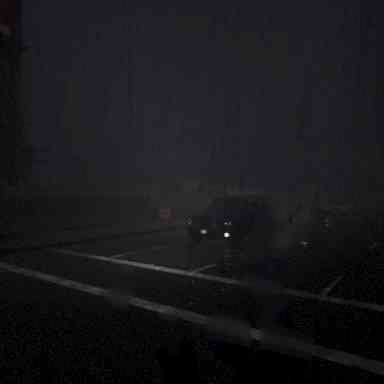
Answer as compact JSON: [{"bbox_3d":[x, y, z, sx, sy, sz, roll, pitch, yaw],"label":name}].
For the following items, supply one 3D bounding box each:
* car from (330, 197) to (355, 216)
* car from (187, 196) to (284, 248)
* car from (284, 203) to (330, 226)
[{"bbox_3d":[14.672,1.519,32.808,1.812,1.442,4.674,0,0,36],"label":"car"},{"bbox_3d":[2.063,1.215,15.358,2.150,2.045,5.566,0,0,36],"label":"car"},{"bbox_3d":[8.022,1.594,23.621,1.895,1.301,4.718,0,0,36],"label":"car"}]
